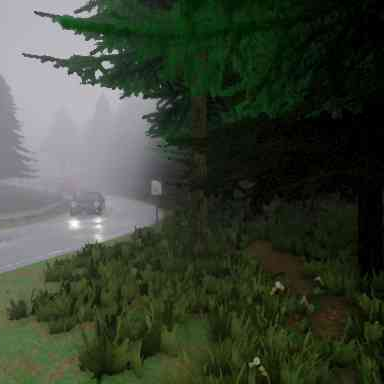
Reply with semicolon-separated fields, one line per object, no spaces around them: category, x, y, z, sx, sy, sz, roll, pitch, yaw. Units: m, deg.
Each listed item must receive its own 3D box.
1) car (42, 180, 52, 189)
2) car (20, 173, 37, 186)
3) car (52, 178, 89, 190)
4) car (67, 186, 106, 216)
car;-18.493;-0.951;45.360;4.892;1.490;1.837;6;4;38
car;-25.830;-2.127;52.412;2.150;2.045;5.566;0;5;-30
car;-12.800;-0.400;36.533;5.566;2.045;2.150;7;5;44
car;-7.791;0.755;25.288;2.097;1.767;4.553;0;4;-9
